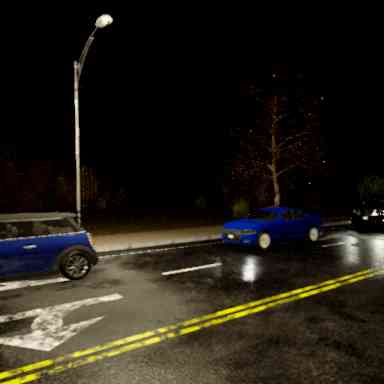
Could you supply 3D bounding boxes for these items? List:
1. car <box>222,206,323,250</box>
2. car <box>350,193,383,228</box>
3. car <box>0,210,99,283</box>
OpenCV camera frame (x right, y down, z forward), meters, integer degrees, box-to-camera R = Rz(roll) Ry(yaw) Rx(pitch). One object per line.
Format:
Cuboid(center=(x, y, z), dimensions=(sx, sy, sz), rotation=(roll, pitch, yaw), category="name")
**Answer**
Cuboid(center=(3.514, 1.406, 14.157), dimensions=(5.008, 1.535, 1.882), rotation=(0, 0, -35), category="car")
Cuboid(center=(11.883, 1.082, 20.120), dimensions=(5.566, 2.045, 2.150), rotation=(0, 0, -36), category="car")
Cuboid(center=(-4.787, 1.345, 8.245), dimensions=(4.553, 1.767, 2.097), rotation=(-1, 0, -35), category="car")
